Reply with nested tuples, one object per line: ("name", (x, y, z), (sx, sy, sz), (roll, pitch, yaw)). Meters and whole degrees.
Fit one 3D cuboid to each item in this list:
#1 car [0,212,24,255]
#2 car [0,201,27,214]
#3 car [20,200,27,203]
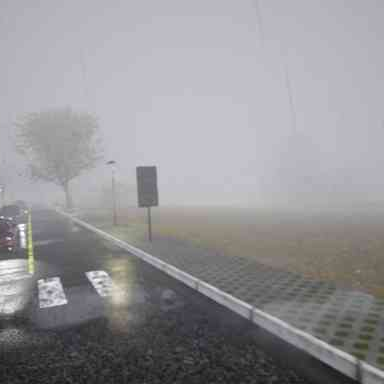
("car", (-8.157, 1.806, 13.594), (1.994, 1.385, 4.181), (-4, 1, -26))
("car", (-15.464, 1.897, 28.502), (1.837, 1.490, 4.892), (-4, 2, -26))
("car", (-29.106, 2.173, 56.364), (1.882, 1.535, 5.008), (-4, 1, -26))
